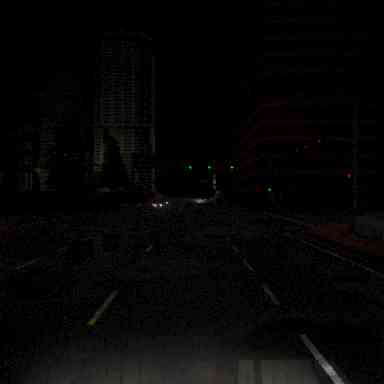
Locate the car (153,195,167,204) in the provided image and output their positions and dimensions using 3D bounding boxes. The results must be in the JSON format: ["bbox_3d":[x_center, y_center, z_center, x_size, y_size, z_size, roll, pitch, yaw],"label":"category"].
[{"bbox_3d":[-7.014,1.883,70.366,2.033,1.411,5.357,0,0,0],"label":"car"}]

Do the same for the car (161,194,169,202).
[{"bbox_3d":[-7.017,1.884,86.162,1.882,1.535,5.008,0,0,0],"label":"car"}]
